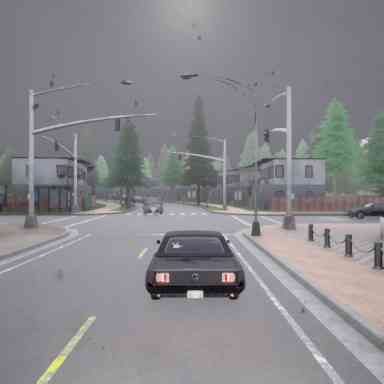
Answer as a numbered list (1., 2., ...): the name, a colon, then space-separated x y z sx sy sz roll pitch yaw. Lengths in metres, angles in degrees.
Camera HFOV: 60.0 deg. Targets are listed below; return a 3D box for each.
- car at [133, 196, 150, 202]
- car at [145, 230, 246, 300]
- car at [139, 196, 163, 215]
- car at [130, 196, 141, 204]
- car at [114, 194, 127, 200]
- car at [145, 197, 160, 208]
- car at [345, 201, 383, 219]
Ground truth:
1. car: -10.968 1.505 71.945 1.994 1.385 4.181 0 0 -36
2. car: 0.032 1.601 8.349 1.895 1.301 4.718 0 0 -1
3. car: -3.966 1.462 33.215 2.128 1.511 4.902 0 0 -10
4. car: -10.454 1.491 63.352 1.812 1.442 4.674 0 0 -24
5. car: -16.972 1.321 80.005 4.674 1.442 1.812 0 0 45
6. car: -5.808 1.468 48.828 1.837 1.490 4.892 0 1 -11
7. car: 15.403 1.510 28.078 4.674 1.442 1.812 0 0 1
